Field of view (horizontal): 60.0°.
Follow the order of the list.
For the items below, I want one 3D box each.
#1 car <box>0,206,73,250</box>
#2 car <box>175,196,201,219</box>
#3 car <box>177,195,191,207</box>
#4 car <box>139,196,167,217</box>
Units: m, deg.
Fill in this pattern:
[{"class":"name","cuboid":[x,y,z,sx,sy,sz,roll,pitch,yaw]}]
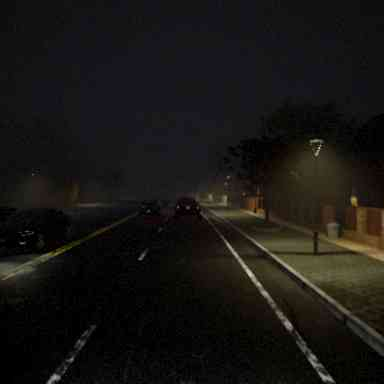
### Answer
[{"class":"car","cuboid":[-6.741,1.432,14.268,1.882,1.535,5.008,0,0,-1]},{"class":"car","cuboid":[-0.380,1.253,28.118,2.097,1.767,4.553,0,0,-2]},{"class":"car","cuboid":[-1.269,1.311,48.799,1.882,1.535,5.008,0,0,-3]},{"class":"car","cuboid":[-3.698,1.391,30.212,2.128,1.511,4.902,0,0,-2]}]
